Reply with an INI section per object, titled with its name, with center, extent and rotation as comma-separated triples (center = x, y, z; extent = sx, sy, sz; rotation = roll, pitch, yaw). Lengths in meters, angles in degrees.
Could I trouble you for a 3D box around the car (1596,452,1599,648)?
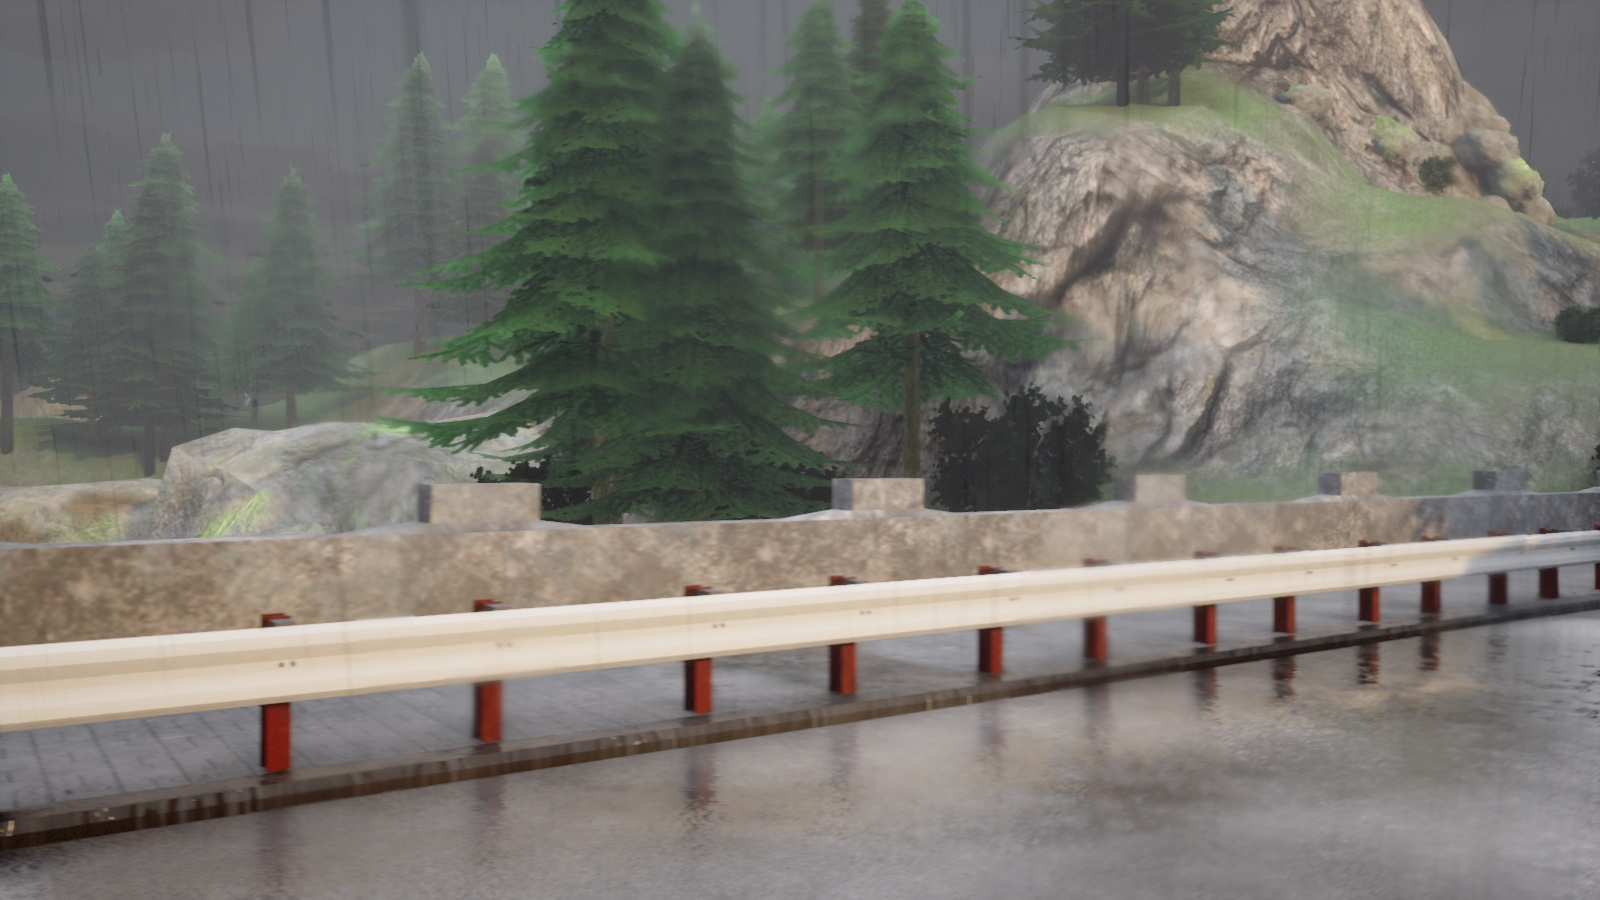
[car]
center = 8.130, 0.766, 9.924
extent = 3.633, 1.501, 1.845
rotation = 0, 0, -35
